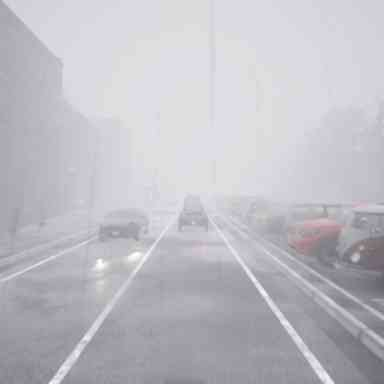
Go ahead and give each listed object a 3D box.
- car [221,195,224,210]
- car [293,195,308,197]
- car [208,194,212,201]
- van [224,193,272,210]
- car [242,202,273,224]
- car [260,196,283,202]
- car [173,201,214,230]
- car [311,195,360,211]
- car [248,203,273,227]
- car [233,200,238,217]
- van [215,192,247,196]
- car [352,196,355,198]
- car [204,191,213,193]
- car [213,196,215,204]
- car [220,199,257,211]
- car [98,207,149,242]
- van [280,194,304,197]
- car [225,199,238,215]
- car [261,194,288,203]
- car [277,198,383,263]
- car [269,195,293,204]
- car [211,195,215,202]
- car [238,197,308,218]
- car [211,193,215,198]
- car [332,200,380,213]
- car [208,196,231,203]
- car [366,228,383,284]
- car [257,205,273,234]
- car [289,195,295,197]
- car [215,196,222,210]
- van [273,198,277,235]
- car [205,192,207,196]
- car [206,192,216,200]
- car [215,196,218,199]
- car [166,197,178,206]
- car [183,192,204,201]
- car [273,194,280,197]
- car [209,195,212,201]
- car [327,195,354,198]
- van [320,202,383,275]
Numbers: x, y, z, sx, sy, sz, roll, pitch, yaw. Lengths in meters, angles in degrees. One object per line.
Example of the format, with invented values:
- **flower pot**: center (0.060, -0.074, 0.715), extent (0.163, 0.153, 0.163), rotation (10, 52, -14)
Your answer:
- **car**: center (6.132, 1.542, 39.120), extent (4.553, 1.767, 2.185), rotation (0, 0, 0)
- **car**: center (19.282, 1.696, 53.037), extent (5.008, 1.535, 2.097), rotation (0, 0, 0)
- **car**: center (6.218, 1.713, 64.170), extent (5.008, 1.535, 2.097), rotation (0, 0, 0)
- **van**: center (6.039, 1.435, 36.400), extent (4.442, 1.987, 1.878), rotation (0, 0, 0)
- **car**: center (6.129, 1.619, 22.419), extent (4.892, 1.521, 2.231), rotation (0, 0, 0)
- **car**: center (19.349, 1.667, 81.026), extent (5.008, 1.535, 2.097), rotation (0, 1, 0)
- **car**: center (0.076, 1.588, 21.786), extent (2.128, 1.511, 4.902), rotation (0, 0, 0)
- **car**: center (19.228, 1.429, 44.682), extent (5.566, 2.045, 2.435), rotation (0, 0, 0)
- **car**: center (6.302, 1.605, 19.635), extent (5.366, 1.575, 1.946), rotation (0, 0, 0)
- **car**: center (6.139, 1.677, 27.986), extent (4.674, 1.452, 2.002), rotation (0, 0, 0)
- **van**: center (6.313, 1.471, 53.037), extent (4.442, 1.987, 1.878), rotation (0, 0, 0)
- **car**: center (19.198, 1.527, 33.544), extent (4.553, 1.767, 2.185), rotation (0, 0, 0)
- **car**: center (6.265, 1.292, 94.813), extent (4.553, 1.767, 2.185), rotation (0, 1, 0)
- **car**: center (6.195, 1.691, 50.253), extent (5.008, 1.535, 2.097), rotation (0, 0, 0)
- **car**: center (6.179, 1.721, 44.686), extent (4.674, 1.452, 2.002), rotation (0, 0, 0)
- **car**: center (-3.368, 1.554, 17.170), extent (1.882, 1.535, 5.008), rotation (0, 0, 0)
- **van**: center (19.180, 1.483, 61.392), extent (4.442, 1.987, 1.878), rotation (0, 0, 0)
- **car**: center (6.121, 1.683, 33.553), extent (4.792, 1.488, 2.163), rotation (0, 0, 0)
- **car**: center (19.365, 1.441, 78.235), extent (5.566, 2.045, 2.435), rotation (0, 0, 0)
- **car**: center (6.068, 1.326, 11.287), extent (5.566, 2.045, 2.435), rotation (0, 0, 0)
- **car**: center (19.355, 1.594, 72.655), extent (4.553, 1.767, 2.185), rotation (0, 0, 0)
- **car**: center (6.209, 1.702, 55.820), extent (4.892, 1.521, 2.231), rotation (0, 0, 0)
- **car**: center (6.099, 1.503, 25.204), extent (4.553, 1.767, 2.185), rotation (0, 0, 0)
- **car**: center (6.179, 1.580, 58.729), extent (4.553, 1.767, 2.185), rotation (0, 0, 0)
- **car**: center (19.246, 1.707, 39.112), extent (4.674, 1.452, 2.002), rotation (0, 0, 0)
- **car**: center (6.245, 1.711, 75.309), extent (5.008, 1.535, 2.097), rotation (0, 0, 0)
- **car**: center (6.077, 1.556, 5.720), extent (4.892, 1.521, 2.231), rotation (0, 0, 0)
- **car**: center (6.103, 1.599, 16.853), extent (4.892, 1.521, 2.231), rotation (0, 0, 0)
- **car**: center (19.286, 1.741, 55.822), extent (4.674, 1.452, 2.002), rotation (0, 0, 0)
- **car**: center (5.984, 1.671, 41.903), extent (5.366, 1.575, 1.946), rotation (0, 0, 0)
- **van**: center (5.986, 1.362, 14.070), extent (4.442, 1.987, 1.878), rotation (0, 0, 0)
- **car**: center (6.301, 1.511, 83.673), extent (4.553, 1.767, 2.185), rotation (0, 1, 0)
- **car**: center (6.258, 1.466, 66.953), extent (5.566, 2.045, 2.435), rotation (0, 0, 0)
- **car**: center (6.178, 1.686, 47.470), extent (5.008, 1.535, 2.097), rotation (0, 0, 0)
- **car**: center (-3.411, 1.710, 59.543), extent (1.812, 1.442, 4.674), rotation (0, 0, 0)
- **car**: center (0.046, 1.374, 40.598), extent (2.150, 2.045, 5.566), rotation (0, 0, 0)
- **car**: center (19.275, 1.461, 64.177), extent (5.566, 2.045, 2.435), rotation (0, 0, 0)
- **car**: center (6.402, 1.706, 61.386), extent (5.366, 1.575, 1.946), rotation (0, 0, 0)
- **car**: center (19.218, 1.548, 41.897), extent (4.553, 1.767, 2.185), rotation (0, 0, 0)
- **van**: center (5.974, 1.341, 8.628), extent (4.442, 1.987, 1.878), rotation (0, 0, 0)
